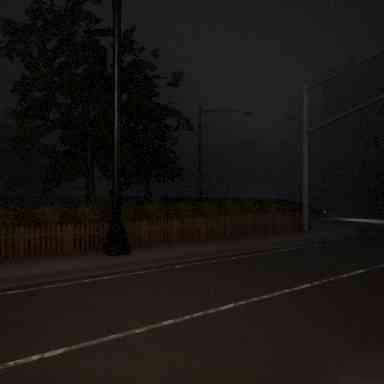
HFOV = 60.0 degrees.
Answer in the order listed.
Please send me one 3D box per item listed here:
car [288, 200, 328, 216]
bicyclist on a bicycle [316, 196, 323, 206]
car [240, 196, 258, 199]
[{"bbox_3d":[10.266,1.491,31.192,2.128,1.511,4.902,0,0,-35],"label":"car"},{"bbox_3d":[16.101,1.303,42.071,1.656,1.620,0.582,0,0,-35],"label":"bicyclist on a bicycle"},{"bbox_3d":[6.881,1.352,42.603,2.097,1.767,4.553,0,0,-35],"label":"car"}]
